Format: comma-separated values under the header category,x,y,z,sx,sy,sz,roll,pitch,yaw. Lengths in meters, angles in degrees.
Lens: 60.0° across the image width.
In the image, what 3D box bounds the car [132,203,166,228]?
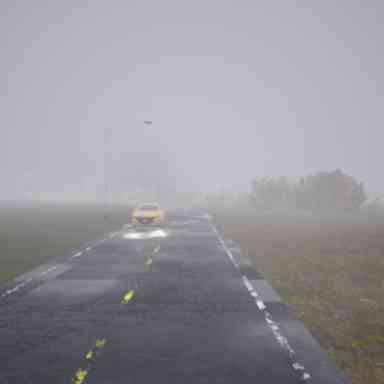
category,x,y,z,sx,sy,sz,roll,pitch,yaw
car,-2.884,1.500,22.804,1.882,1.535,5.008,0,0,0
